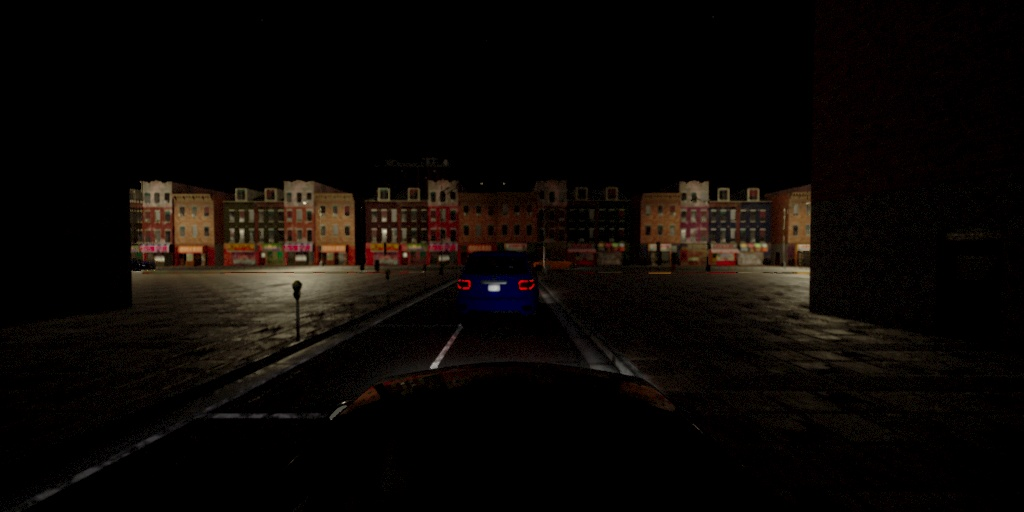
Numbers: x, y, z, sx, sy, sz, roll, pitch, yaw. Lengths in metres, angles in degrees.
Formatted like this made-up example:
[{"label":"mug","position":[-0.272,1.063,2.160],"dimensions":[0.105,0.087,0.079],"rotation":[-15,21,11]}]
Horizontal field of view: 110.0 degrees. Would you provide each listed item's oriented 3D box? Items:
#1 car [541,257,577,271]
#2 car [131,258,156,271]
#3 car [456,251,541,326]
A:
[{"label":"car","position":[4.665,0.848,38.818],"dimensions":[5.008,1.535,1.882],"rotation":[-1,-1,-27]},{"label":"car","position":[-42.050,0.920,39.343],"dimensions":[5.008,1.535,1.882],"rotation":[-1,1,1]},{"label":"car","position":[-0.243,0.863,11.412],"dimensions":[2.150,2.045,5.566],"rotation":[0,0,4]}]
